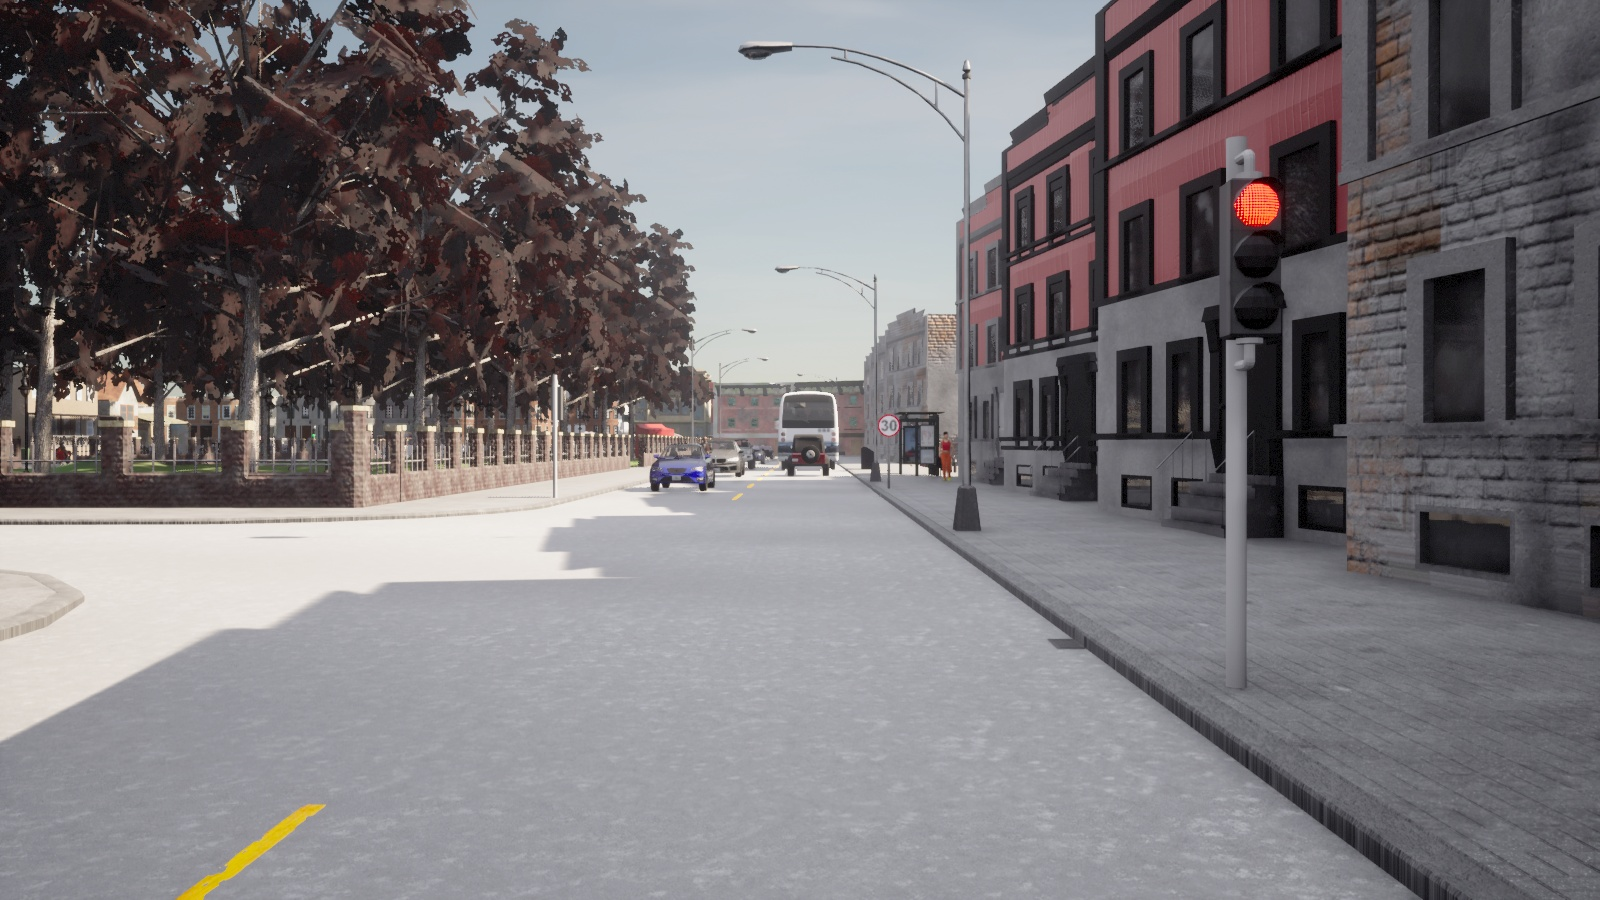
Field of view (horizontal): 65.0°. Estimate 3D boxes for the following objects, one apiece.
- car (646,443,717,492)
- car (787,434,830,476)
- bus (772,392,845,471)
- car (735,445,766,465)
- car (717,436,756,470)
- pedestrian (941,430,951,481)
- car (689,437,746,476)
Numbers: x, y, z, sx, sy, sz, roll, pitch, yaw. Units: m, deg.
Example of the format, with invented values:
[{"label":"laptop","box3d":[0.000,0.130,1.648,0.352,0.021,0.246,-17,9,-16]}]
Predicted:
[{"label":"car","box3d":[-3.717,0.530,40.145,1.816,1.474,4.193,0,0,1]},{"label":"car","box3d":[0.385,0.216,57.788,1.905,1.878,3.866,0,0,0]},{"label":"bus","box3d":[0.482,-1.041,72.802,3.944,4.253,10.273,0,0,0]},{"label":"car","box3d":[-3.436,0.314,87.349,1.994,1.385,4.181,0,0,0]},{"label":"car","box3d":[-3.533,0.162,70.644,1.932,1.855,4.605,0,0,0]},{"label":"pedestrian","box3d":[5.262,0.205,45.192,0.345,1.836,0.594,0,0,8]},{"label":"car","box3d":[-3.627,0.270,56.252,2.242,1.667,4.611,0,0,0]}]
